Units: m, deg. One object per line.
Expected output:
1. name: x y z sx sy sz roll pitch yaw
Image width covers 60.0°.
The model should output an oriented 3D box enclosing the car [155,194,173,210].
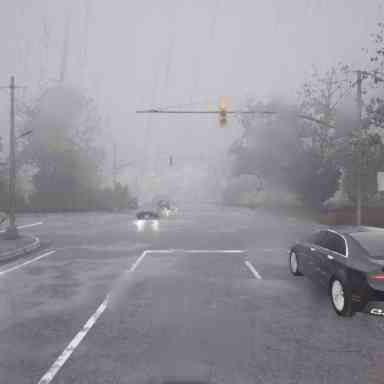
1. car: -4.055 1.302 44.448 2.150 2.045 5.566 0 0 -2

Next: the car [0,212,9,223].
1. car: -15.474 1.675 23.045 4.718 1.301 1.895 -1 0 -3

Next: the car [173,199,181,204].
1. car: -4.368 2.432 83.174 1.895 1.301 4.718 0 -1 -22

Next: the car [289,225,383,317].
1. car: 3.599 1.505 7.441 1.837 1.490 4.892 0 0 1

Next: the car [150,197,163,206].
1. car: -7.505 1.944 70.144 2.097 1.767 4.553 0 -1 -13

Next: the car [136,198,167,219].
1. car: -3.612 1.547 28.992 2.033 1.411 5.357 0 0 0
